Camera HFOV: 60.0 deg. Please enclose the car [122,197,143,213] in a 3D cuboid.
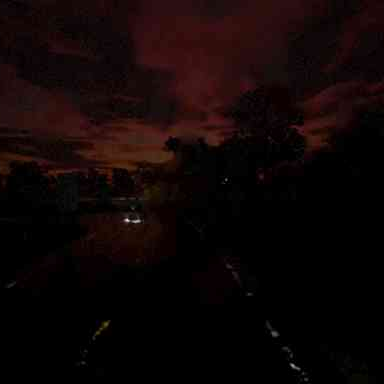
[{"bbox_3d":[-6.221,1.343,35.031,2.128,1.511,4.902,0,0,-11],"label":"car"}]
